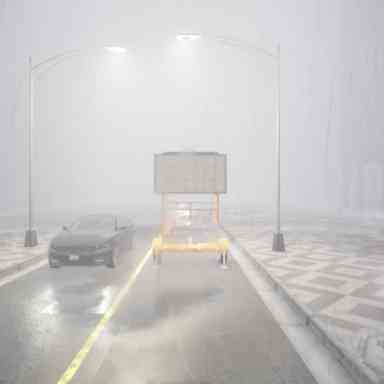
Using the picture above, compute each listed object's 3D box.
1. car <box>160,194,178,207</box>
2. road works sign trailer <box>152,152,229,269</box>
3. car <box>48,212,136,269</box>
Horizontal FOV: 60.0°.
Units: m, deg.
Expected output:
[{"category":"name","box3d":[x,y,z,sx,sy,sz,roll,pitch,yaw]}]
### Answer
[{"category":"car","box3d":[-3.347,1.223,52.416,2.150,2.045,5.566,0,0,0]},{"category":"road works sign trailer","box3d":[-0.053,0.463,11.160,2.380,3.560,2.880,0,0,0]},{"category":"car","box3d":[-3.156,1.476,11.377,1.882,1.535,5.008,0,0,0]}]
